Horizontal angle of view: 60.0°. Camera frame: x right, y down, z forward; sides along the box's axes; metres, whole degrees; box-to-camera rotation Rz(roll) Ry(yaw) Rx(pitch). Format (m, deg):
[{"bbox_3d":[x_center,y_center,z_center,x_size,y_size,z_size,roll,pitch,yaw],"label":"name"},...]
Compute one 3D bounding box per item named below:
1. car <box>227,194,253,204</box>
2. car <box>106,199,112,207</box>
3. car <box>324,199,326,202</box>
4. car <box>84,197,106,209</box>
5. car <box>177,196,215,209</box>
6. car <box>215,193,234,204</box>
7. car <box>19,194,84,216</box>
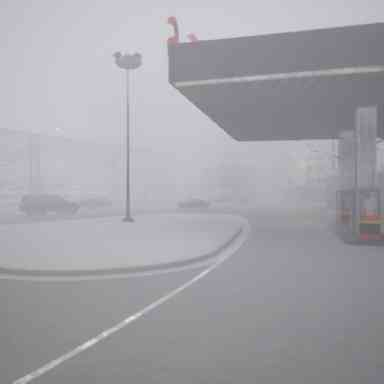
[{"bbox_3d":[9.483,1.587,63.060,4.181,1.385,1.994,0,0,-19],"label":"car"},{"bbox_3d":[-14.186,1.555,50.077,1.812,1.442,4.674,0,0,39],"label":"car"},{"bbox_3d":[29.313,1.568,68.145,4.181,1.385,1.994,0,0,6],"label":"car"},{"bbox_3d":[-14.547,1.575,44.060,2.033,1.411,5.357,0,0,35],"label":"car"},{"bbox_3d":[0.343,1.568,45.510,2.033,1.411,5.357,0,0,44],"label":"car"},{"bbox_3d":[5.956,1.241,65.865,5.566,2.045,2.150,-1,0,-21],"label":"car"},{"bbox_3d":[-13.862,1.243,32.590,2.150,2.045,5.566,0,0,36],"label":"car"}]
